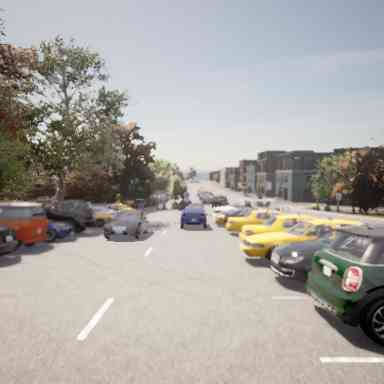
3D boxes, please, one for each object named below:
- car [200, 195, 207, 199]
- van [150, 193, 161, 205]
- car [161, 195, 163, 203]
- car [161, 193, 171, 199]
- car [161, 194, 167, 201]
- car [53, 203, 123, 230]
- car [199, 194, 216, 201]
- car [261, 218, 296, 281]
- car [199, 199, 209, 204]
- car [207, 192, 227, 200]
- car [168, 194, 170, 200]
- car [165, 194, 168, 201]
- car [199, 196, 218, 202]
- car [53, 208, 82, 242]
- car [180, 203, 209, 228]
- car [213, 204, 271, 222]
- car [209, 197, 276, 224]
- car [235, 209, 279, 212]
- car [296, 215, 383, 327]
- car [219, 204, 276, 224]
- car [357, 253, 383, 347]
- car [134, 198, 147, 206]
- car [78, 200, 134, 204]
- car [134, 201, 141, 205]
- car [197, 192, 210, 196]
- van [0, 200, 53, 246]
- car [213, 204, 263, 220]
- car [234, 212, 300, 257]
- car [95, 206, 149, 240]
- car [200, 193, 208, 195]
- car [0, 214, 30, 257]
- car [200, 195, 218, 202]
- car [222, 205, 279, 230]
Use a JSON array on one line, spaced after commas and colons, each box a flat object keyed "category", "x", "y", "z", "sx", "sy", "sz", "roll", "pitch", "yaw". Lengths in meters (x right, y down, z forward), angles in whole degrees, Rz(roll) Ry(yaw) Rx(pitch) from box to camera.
[{"category": "car", "x": 4.342, "y": 1.771, "z": 63.450, "sx": 4.792, "sy": 1.488, "sz": 2.163, "roll": 0, "pitch": -1, "yaw": 0}, {"category": "van", "x": -8.641, "y": 1.516, "z": 63.388, "sx": 4.442, "sy": 1.987, "sz": 1.878, "roll": 1, "pitch": 0, "yaw": 0}, {"category": "car", "x": -8.766, "y": 1.808, "z": 66.059, "sx": 4.674, "sy": 1.452, "sz": 2.002, "roll": 0, "pitch": -1, "yaw": 0}, {"category": "car", "x": -8.731, "y": 1.779, "z": 85.580, "sx": 5.008, "sy": 1.535, "sz": 2.097, "roll": 0, "pitch": 1, "yaw": 0}, {"category": "car", "x": -8.937, "y": 1.829, "z": 74.548, "sx": 5.366, "sy": 1.575, "sz": 1.946, "roll": 0, "pitch": 0, "yaw": 0}, {"category": "car", "x": -8.340, "y": 1.844, "z": 25.330, "sx": 5.366, "sy": 1.575, "sz": 1.946, "roll": 0, "pitch": -1, "yaw": 0}, {"category": "car", "x": 4.325, "y": 1.513, "z": 94.103, "sx": 4.553, "sy": 1.767, "sz": 2.185, "roll": 0, "pitch": 1, "yaw": 0}, {"category": "car", "x": 4.551, "y": 1.571, "z": 8.661, "sx": 4.892, "sy": 1.521, "sz": 2.231, "roll": 0, "pitch": -1, "yaw": 0}, {"category": "car", "x": 0.638, "y": 2.075, "z": 41.913, "sx": 1.882, "sy": 1.535, "sz": 5.008, "roll": 0, "pitch": 0, "yaw": 7}, {"category": "car", "x": 4.152, "y": 1.410, "z": 48.504, "sx": 2.150, "sy": 2.045, "sz": 5.566, "roll": 1, "pitch": 1, "yaw": 13}, {"category": "car", "x": -8.735, "y": 1.807, "z": 82.790, "sx": 5.008, "sy": 1.535, "sz": 2.097, "roll": 0, "pitch": 0, "yaw": 0}, {"category": "car", "x": -8.933, "y": 1.832, "z": 77.344, "sx": 5.366, "sy": 1.575, "sz": 1.946, "roll": 0, "pitch": 0, "yaw": 0}, {"category": "car", "x": 4.377, "y": 1.769, "z": 88.531, "sx": 4.792, "sy": 1.488, "sz": 2.163, "roll": 0, "pitch": 1, "yaw": 0}, {"category": "car", "x": -8.502, "y": 1.728, "z": 17.023, "sx": 4.792, "sy": 1.488, "sz": 2.163, "roll": 0, "pitch": -1, "yaw": 0}, {"category": "car", "x": 0.115, "y": 1.847, "z": 25.461, "sx": 1.882, "sy": 1.535, "sz": 5.008, "roll": 0, "pitch": -1, "yaw": 0}, {"category": "car", "x": 4.552, "y": 1.946, "z": 30.856, "sx": 5.008, "sy": 1.535, "sz": 2.097, "roll": 0, "pitch": -1, "yaw": 0}, {"category": "car", "x": 4.528, "y": 1.645, "z": 28.085, "sx": 5.566, "sy": 2.045, "sz": 2.435, "roll": 0, "pitch": -1, "yaw": 0}, {"category": "car", "x": 4.734, "y": 1.646, "z": 14.081, "sx": 5.366, "sy": 1.575, "sz": 1.946, "roll": 0, "pitch": -1, "yaw": 0}, {"category": "car", "x": 4.512, "y": 1.412, "z": 5.883, "sx": 4.553, "sy": 1.767, "sz": 2.185, "roll": 0, "pitch": -1, "yaw": 0}, {"category": "car", "x": 4.547, "y": 1.798, "z": 22.528, "sx": 4.892, "sy": 1.521, "sz": 2.231, "roll": 0, "pitch": -1, "yaw": 0}, {"category": "car", "x": 4.512, "y": 1.540, "z": 3.108, "sx": 4.792, "sy": 1.488, "sz": 2.163, "roll": 0, "pitch": -1, "yaw": 0}, {"category": "car", "x": -7.823, "y": 1.575, "z": 49.274, "sx": 2.097, "sy": 1.767, "sz": 4.553, "roll": 0, "pitch": 1, "yaw": -6}, {"category": "car", "x": -8.552, "y": 1.867, "z": 33.517, "sx": 4.553, "sy": 1.767, "sz": 2.185, "roll": 0, "pitch": -1, "yaw": 0}, {"category": "car", "x": -8.514, "y": 2.042, "z": 36.286, "sx": 5.008, "sy": 1.535, "sz": 2.097, "roll": 0, "pitch": -1, "yaw": 0}, {"category": "car", "x": 4.300, "y": 1.581, "z": 74.594, "sx": 5.566, "sy": 2.045, "sz": 2.435, "roll": 0, "pitch": 0, "yaw": 0}, {"category": "van", "x": -8.648, "y": 1.423, "z": 14.133, "sx": 4.442, "sy": 1.987, "sz": 1.878, "roll": 0, "pitch": -1, "yaw": 0}, {"category": "car", "x": 4.589, "y": 2.025, "z": 33.631, "sx": 4.792, "sy": 1.488, "sz": 2.163, "roll": 0, "pitch": -1, "yaw": 0}, {"category": "car", "x": 4.361, "y": 1.604, "z": 11.428, "sx": 5.366, "sy": 1.575, "sz": 1.946, "roll": 0, "pitch": -1, "yaw": 0}, {"category": "car", "x": -3.586, "y": 1.742, "z": 18.792, "sx": 2.128, "sy": 1.511, "sz": 4.902, "roll": 0, "pitch": -1, "yaw": 0}, {"category": "car", "x": 4.289, "y": 1.674, "z": 69.021, "sx": 4.553, "sy": 1.767, "sz": 2.185, "roll": 0, "pitch": 0, "yaw": 0}, {"category": "car", "x": -8.562, "y": 1.635, "z": 11.358, "sx": 4.792, "sy": 1.488, "sz": 2.163, "roll": 0, "pitch": -1, "yaw": 0}, {"category": "car", "x": 4.375, "y": 1.652, "z": 85.742, "sx": 4.553, "sy": 1.767, "sz": 2.185, "roll": 0, "pitch": 1, "yaw": 0}, {"category": "car", "x": 4.737, "y": 1.744, "z": 19.753, "sx": 5.366, "sy": 1.575, "sz": 1.946, "roll": 0, "pitch": -1, "yaw": 0}]
